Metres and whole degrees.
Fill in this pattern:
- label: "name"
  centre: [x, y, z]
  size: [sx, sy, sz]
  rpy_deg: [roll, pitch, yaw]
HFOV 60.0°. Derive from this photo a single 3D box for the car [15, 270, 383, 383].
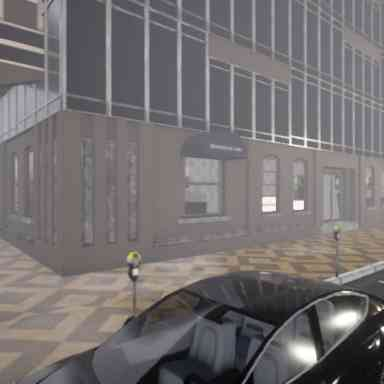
- label: "car"
  centre: [0.415, 1.566, 3.091]
  size: [4.313, 1.339, 1.947]
  rpy_deg: [0, 0, -40]
